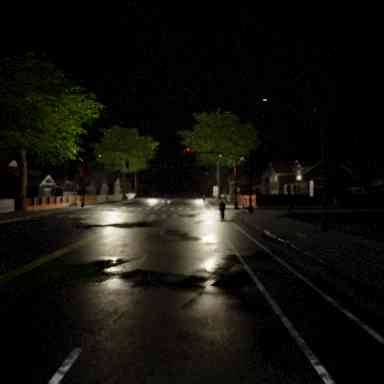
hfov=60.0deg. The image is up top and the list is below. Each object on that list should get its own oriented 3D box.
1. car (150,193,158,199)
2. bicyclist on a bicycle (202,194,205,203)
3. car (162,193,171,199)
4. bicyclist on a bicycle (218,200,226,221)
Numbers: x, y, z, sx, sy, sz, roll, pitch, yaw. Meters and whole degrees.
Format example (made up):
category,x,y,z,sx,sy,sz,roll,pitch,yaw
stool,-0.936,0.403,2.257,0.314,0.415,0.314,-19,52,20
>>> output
category,x,y,z,sx,sy,sz,roll,pitch,yaw
car,-9.757,0.989,85.358,1.837,1.490,4.892,0,0,0
bicyclist on a bicycle,2.244,1.289,62.368,0.659,1.776,1.843,0,0,0
car,-6.508,1.013,85.359,1.812,1.442,4.674,0,0,0
bicyclist on a bicycle,2.248,1.427,24.658,0.582,1.620,1.656,0,0,0
